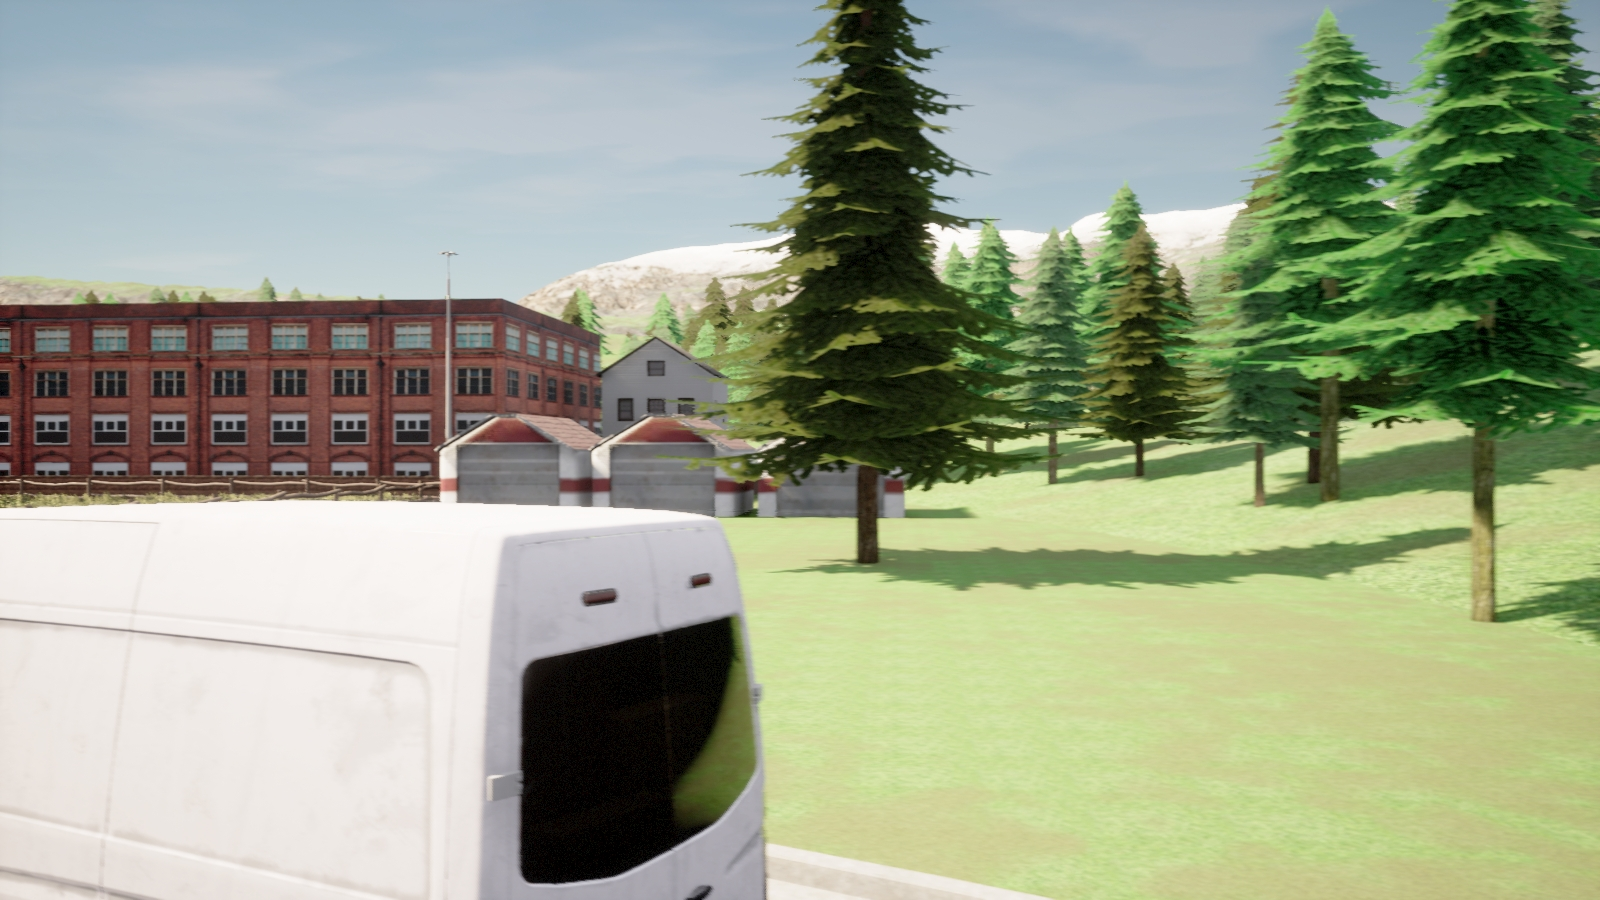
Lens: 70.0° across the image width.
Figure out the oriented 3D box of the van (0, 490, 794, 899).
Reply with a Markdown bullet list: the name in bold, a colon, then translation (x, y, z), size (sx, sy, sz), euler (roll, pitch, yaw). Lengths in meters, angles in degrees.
- **van**: translation (-3.124, 1.538, 5.638), size (5.915, 2.561, 1.988), euler (0, -1, 27)
